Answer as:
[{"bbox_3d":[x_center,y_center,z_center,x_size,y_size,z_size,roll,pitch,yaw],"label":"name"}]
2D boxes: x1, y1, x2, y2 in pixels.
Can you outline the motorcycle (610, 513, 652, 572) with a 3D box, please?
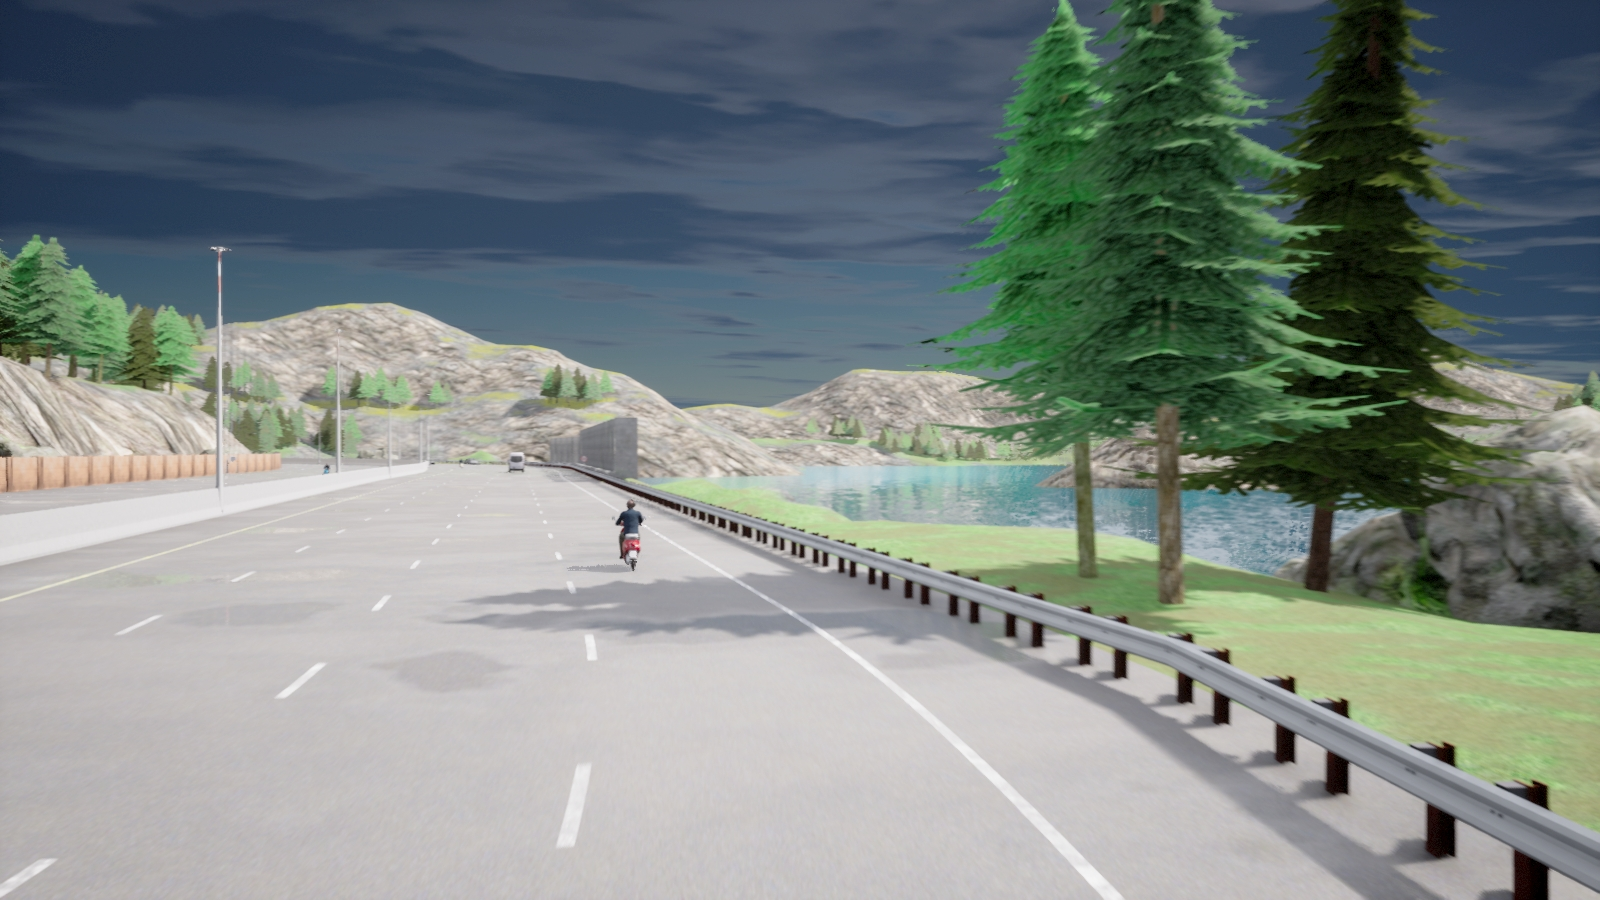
[{"bbox_3d":[-4.061,2.189,27.318,0.856,1.236,1.805,0,0,-13],"label":"motorcycle"}]
